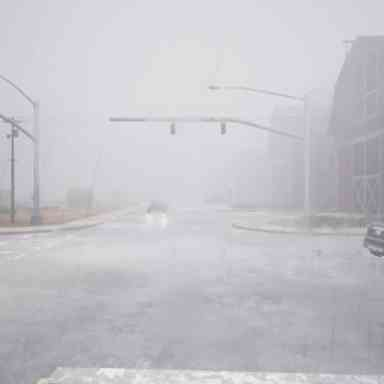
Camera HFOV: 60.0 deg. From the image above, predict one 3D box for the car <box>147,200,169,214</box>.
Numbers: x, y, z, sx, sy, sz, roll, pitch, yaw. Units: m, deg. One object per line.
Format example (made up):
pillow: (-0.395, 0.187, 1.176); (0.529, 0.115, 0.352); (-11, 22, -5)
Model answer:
car: (-3.599, 1.581, 35.619); (1.895, 1.301, 4.718); (0, 0, 0)

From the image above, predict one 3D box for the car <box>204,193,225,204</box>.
car: (4.094, 1.111, 60.560); (1.905, 1.878, 3.866); (-8, 3, -42)

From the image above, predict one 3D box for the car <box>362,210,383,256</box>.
car: (8.243, 1.357, 10.898); (4.553, 1.767, 2.097); (0, 0, 1)
